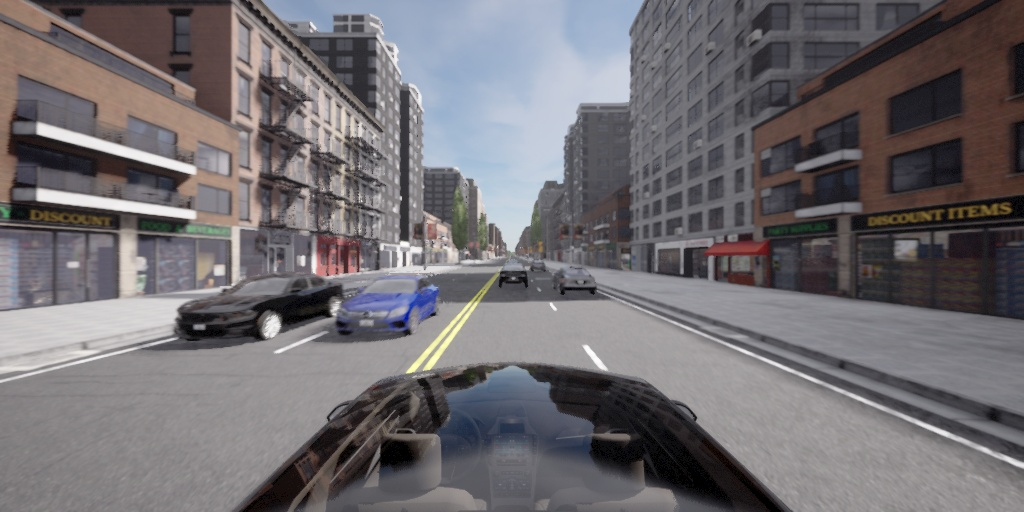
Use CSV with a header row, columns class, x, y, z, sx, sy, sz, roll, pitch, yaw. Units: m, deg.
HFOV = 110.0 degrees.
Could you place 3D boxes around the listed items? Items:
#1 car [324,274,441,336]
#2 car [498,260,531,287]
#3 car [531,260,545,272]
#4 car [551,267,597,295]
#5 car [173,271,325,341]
class,x,y,z,sx,sy,sz,roll,pitch,yaw
car,-3.329,1.277,10.542,1.812,1.442,4.674,0,0,0
car,0.089,1.233,24.738,1.882,1.535,5.008,0,0,0
car,3.343,1.248,47.440,2.128,1.511,4.902,0,0,0
car,3.331,1.303,19.934,2.033,1.411,5.357,0,0,0
car,-6.579,1.227,10.054,1.882,1.535,5.008,0,0,0
